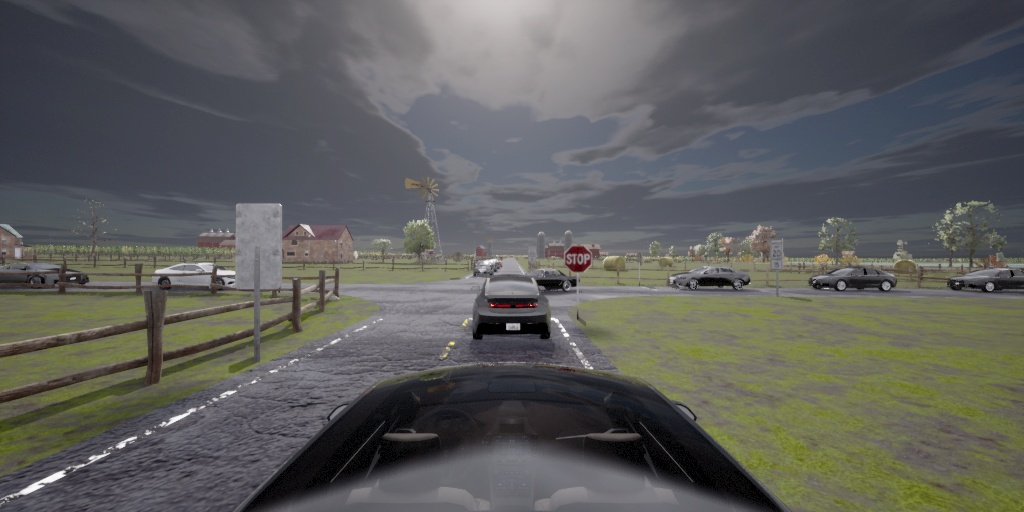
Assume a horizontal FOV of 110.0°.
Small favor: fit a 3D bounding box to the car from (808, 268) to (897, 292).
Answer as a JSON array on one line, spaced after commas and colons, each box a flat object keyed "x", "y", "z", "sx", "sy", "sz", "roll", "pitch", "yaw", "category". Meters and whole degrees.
[{"x": 22.199, "y": 1.499, "z": 23.485, "sx": 4.892, "sy": 1.490, "sz": 1.837, "roll": 1, "pitch": -1, "yaw": -1, "category": "car"}]

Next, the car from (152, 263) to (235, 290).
[{"x": -17.244, "y": 1.104, "z": 19.994, "sx": 4.674, "sy": 1.442, "sz": 1.812, "roll": 1, "pitch": -1, "yaw": -1, "category": "car"}]

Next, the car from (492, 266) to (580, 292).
[{"x": 1.499, "y": 1.369, "z": 20.084, "sx": 4.718, "sy": 1.301, "sz": 1.895, "roll": 1, "pitch": 0, "yaw": -35, "category": "car"}]

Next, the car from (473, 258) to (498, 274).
[{"x": -2.861, "y": 1.243, "z": 36.725, "sx": 2.128, "sy": 1.511, "sz": 4.902, "roll": 0, "pitch": 0, "yaw": 0, "category": "car"}]

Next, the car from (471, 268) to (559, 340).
[{"x": -0.074, "y": 1.256, "z": 10.038, "sx": 1.837, "sy": 1.490, "sz": 4.892, "roll": 0, "pitch": 0, "yaw": -2, "category": "car"}]

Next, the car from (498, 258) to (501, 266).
[{"x": -2.854, "y": 1.241, "z": 46.170, "sx": 2.128, "sy": 1.511, "sz": 4.902, "roll": 0, "pitch": 0, "yaw": 0, "category": "car"}]

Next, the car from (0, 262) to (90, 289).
[{"x": -26.364, "y": 1.048, "z": 19.872, "sx": 4.181, "sy": 1.385, "sz": 1.994, "roll": 1, "pitch": -1, "yaw": -1, "category": "car"}]

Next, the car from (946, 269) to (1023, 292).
[{"x": 31.702, "y": 1.586, "z": 23.606, "sx": 4.892, "sy": 1.490, "sz": 1.837, "roll": 1, "pitch": -1, "yaw": -1, "category": "car"}]

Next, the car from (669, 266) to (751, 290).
[{"x": 12.797, "y": 1.396, "z": 23.313, "sx": 4.902, "sy": 1.511, "sz": 2.128, "roll": 1, "pitch": -1, "yaw": -2, "category": "car"}]

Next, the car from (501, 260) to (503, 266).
[{"x": -2.823, "y": 1.240, "z": 55.712, "sx": 2.128, "sy": 1.511, "sz": 4.902, "roll": 0, "pitch": 0, "yaw": 0, "category": "car"}]
